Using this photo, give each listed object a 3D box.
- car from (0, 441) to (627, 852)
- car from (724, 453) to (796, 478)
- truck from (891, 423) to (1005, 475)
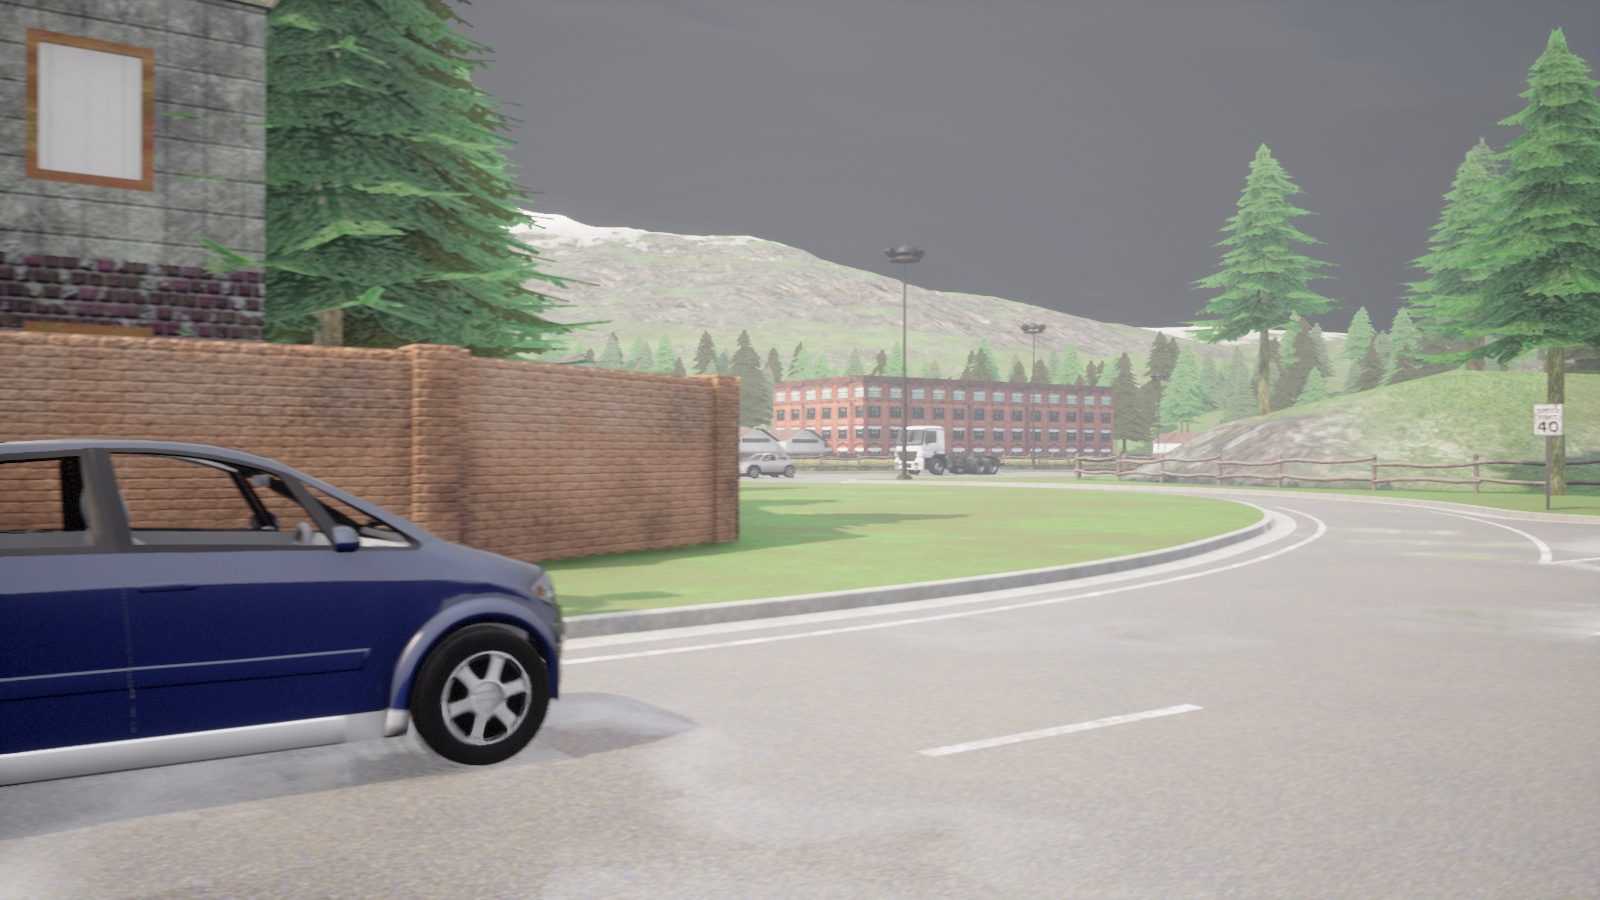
[{"bbox_3d":[-2.891,0.744,5.911,3.705,1.549,1.789,0,0,-35],"label":"car"},{"bbox_3d":[-2.366,0.897,74.046,3.806,1.475,1.970,0,0,-35],"label":"car"},{"bbox_3d":[10.331,-0.045,87.128,7.936,3.462,2.891,0,0,-35],"label":"truck"}]
